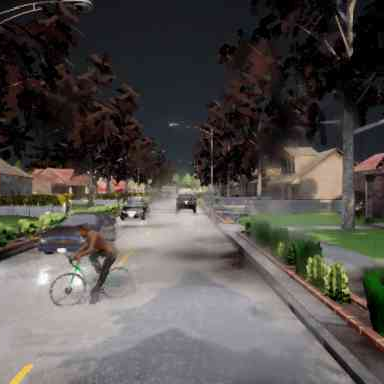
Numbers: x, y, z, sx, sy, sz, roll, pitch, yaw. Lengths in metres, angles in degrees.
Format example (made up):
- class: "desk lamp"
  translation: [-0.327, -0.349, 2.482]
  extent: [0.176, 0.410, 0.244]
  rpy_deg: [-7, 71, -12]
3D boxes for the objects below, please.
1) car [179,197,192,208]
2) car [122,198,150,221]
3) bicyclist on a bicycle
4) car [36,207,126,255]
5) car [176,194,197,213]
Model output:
- class: "car"
  translation: [-0.905, 1.526, 49.034]
  extent: [1.812, 1.442, 4.674]
  rpy_deg: [0, 0, -1]
- class: "car"
  translation: [-4.608, 1.492, 27.502]
  extent: [2.128, 1.511, 4.902]
  rpy_deg: [0, 0, -1]
- class: "bicyclist on a bicycle"
  translation: [-2.004, 1.451, 6.737]
  extent: [1.656, 1.620, 0.582]
  rpy_deg: [-1, 0, -26]
- class: "car"
  translation: [-4.349, 1.547, 13.645]
  extent: [2.033, 1.411, 5.357]
  rpy_deg: [0, 0, -1]
- class: "car"
  translation: [-0.655, 1.224, 37.633]
  extent: [2.150, 2.045, 5.566]
  rpy_deg: [0, 0, -1]
